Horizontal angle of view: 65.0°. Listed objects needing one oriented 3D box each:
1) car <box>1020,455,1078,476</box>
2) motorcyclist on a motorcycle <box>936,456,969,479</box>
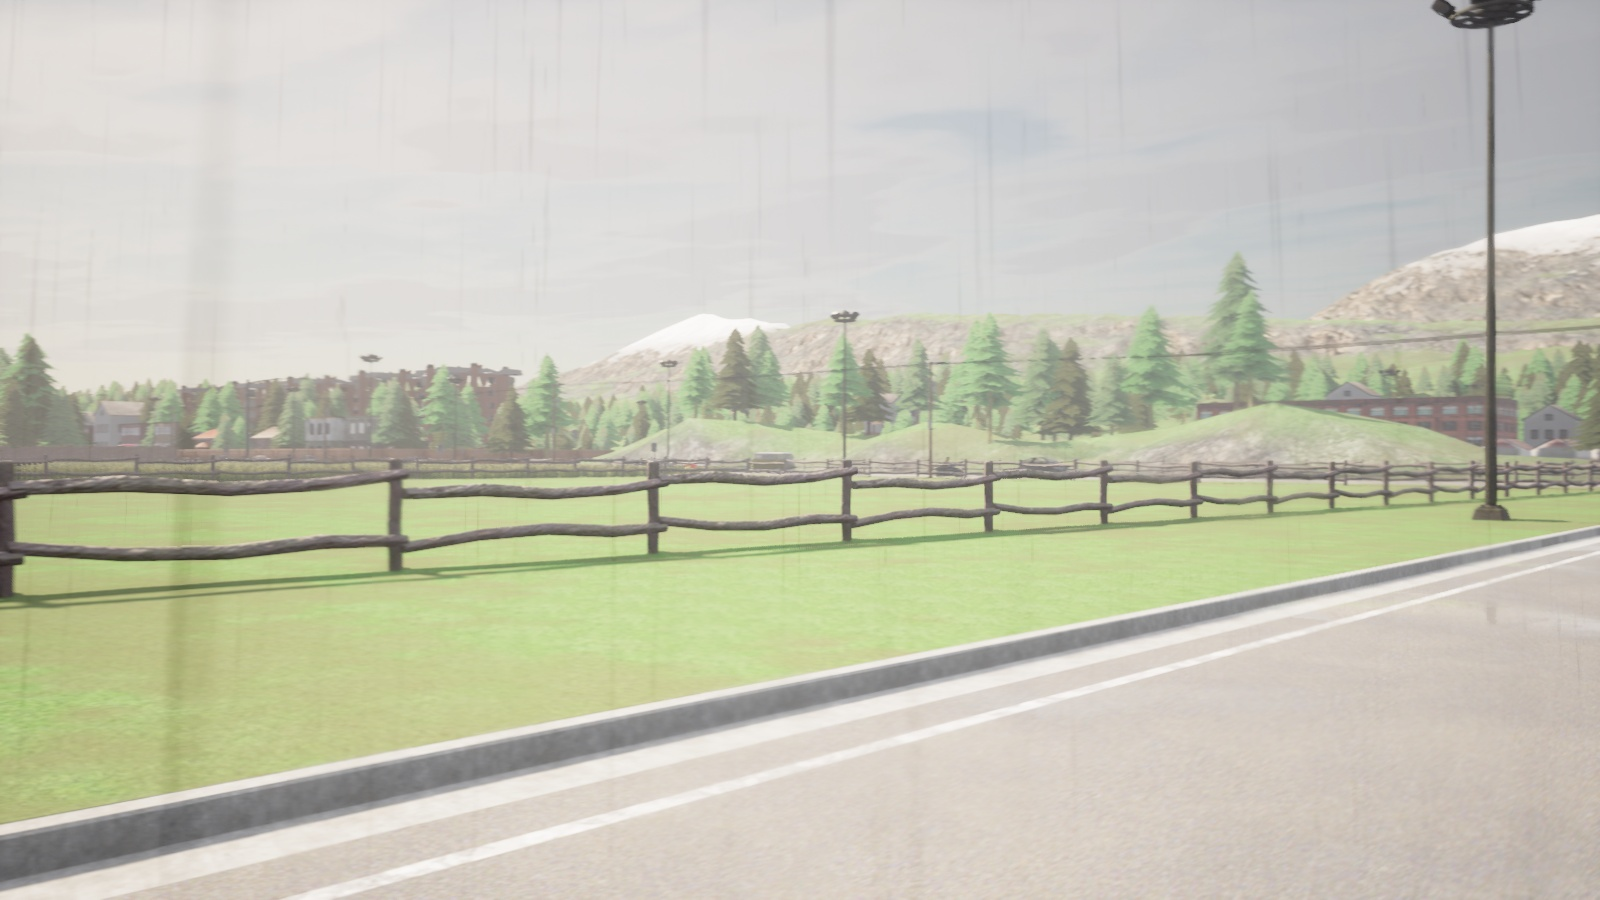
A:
[{"bbox_3d":[19.186,1.205,96.961,3.988,1.617,1.851,0,0,42],"label":"car"},{"bbox_3d":[10.967,1.226,90.219,2.350,1.649,0.766,0,0,42],"label":"motorcyclist on a motorcycle"}]
